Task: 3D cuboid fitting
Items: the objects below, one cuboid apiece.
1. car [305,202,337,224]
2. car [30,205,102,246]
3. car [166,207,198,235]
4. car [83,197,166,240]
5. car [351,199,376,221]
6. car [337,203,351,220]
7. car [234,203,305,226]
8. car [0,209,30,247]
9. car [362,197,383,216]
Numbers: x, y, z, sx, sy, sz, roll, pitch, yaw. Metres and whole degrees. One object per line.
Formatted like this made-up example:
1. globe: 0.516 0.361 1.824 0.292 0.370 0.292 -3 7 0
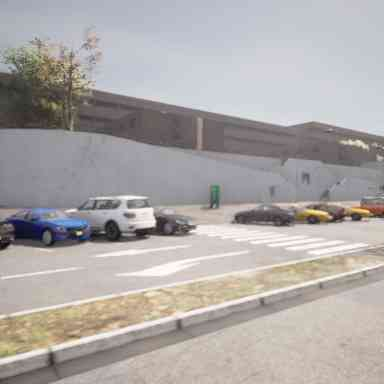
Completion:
1. car: 7.920 1.603 25.747 5.366 1.575 1.946 -1 -1 35
2. car: -6.808 1.503 15.475 5.008 1.535 2.097 -1 -1 35
3. car: -1.951 1.530 18.940 4.892 1.521 2.231 -1 -1 34
4. car: -4.406 1.263 17.215 5.566 2.045 2.435 -1 -1 35
5. car: 12.779 1.657 29.208 5.366 1.575 1.946 -1 -1 35
6. car: 10.169 1.665 27.594 4.792 1.488 2.163 -1 -1 35
7. car: 5.339 1.625 24.115 4.674 1.452 2.002 -1 -1 35
8. car: -9.232 1.495 13.733 4.892 1.521 2.231 -1 -1 35
9. car: 17.509 1.584 32.756 4.553 1.767 2.185 -1 -1 34
